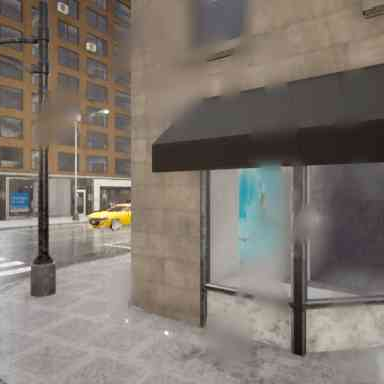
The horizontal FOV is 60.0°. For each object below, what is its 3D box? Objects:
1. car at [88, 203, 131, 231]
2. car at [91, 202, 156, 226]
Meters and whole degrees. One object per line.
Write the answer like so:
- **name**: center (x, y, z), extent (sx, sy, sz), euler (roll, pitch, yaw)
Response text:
- **car**: center (-4.250, 1.497, 21.317), extent (1.882, 1.535, 5.008), euler (0, 0, 36)
- **car**: center (-4.935, 1.548, 24.720), extent (1.752, 1.417, 4.829), euler (0, 0, 36)
